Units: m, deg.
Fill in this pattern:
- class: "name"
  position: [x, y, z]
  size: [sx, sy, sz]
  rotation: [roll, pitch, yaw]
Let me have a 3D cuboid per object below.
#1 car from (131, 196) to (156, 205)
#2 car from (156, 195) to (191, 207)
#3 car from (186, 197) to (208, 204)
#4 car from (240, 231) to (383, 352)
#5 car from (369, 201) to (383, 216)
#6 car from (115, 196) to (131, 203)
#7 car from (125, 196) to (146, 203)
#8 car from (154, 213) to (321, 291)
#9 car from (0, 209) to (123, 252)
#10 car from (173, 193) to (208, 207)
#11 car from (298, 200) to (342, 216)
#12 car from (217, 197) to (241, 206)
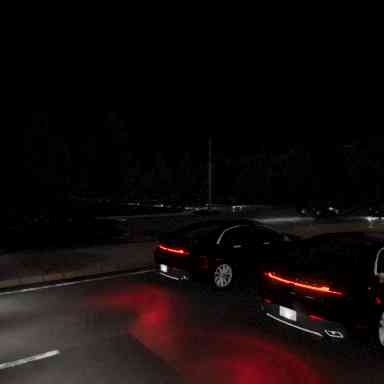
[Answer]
- class: "car"
  position: [-8.360, 1.601, 57.968]
  size: [1.895, 1.301, 4.718]
  rotation: [0, 0, -35]
- class: "car"
  position: [-2.869, 1.547, 50.104]
  size: [2.033, 1.411, 5.357]
  rotation: [0, 0, -35]
- class: "car"
  position: [0.910, 1.601, 63.065]
  size: [1.895, 1.301, 4.718]
  rotation: [0, 0, -35]
- class: "car"
  position: [3.368, 1.505, 6.200]
  size: [4.892, 1.490, 1.837]
  rotation: [0, 0, -35]
- class: "car"
  position: [18.350, 1.525, 30.925]
  size: [4.674, 1.442, 1.812]
  rotation: [0, 0, -35]
- class: "car"
  position: [-14.131, 1.491, 66.311]
  size: [2.128, 1.511, 4.902]
  rotation: [0, 0, -35]
- class: "car"
  position: [-11.764, 1.540, 69.062]
  size: [2.033, 1.411, 5.357]
  rotation: [0, 0, -35]
- class: "car"
  position: [1.336, 1.505, 9.049]
  size: [4.892, 1.490, 1.837]
  rotation: [0, 0, -35]
- class: "car"
  position: [-5.681, 1.547, 14.067]
  size: [5.357, 1.411, 2.033]
  rotation: [0, 0, -35]
- class: "car"
  position: [-0.105, 1.221, 52.242]
  size: [2.150, 2.045, 5.566]
  rotation: [0, 0, -36]
- class: "car"
  position: [11.823, 1.491, 30.671]
  size: [4.902, 1.511, 2.128]
  rotation: [0, 0, -35]
- class: "car"
  position: [6.124, 1.526, 55.603]
  size: [1.812, 1.442, 4.674]
  rotation: [0, 0, -35]
